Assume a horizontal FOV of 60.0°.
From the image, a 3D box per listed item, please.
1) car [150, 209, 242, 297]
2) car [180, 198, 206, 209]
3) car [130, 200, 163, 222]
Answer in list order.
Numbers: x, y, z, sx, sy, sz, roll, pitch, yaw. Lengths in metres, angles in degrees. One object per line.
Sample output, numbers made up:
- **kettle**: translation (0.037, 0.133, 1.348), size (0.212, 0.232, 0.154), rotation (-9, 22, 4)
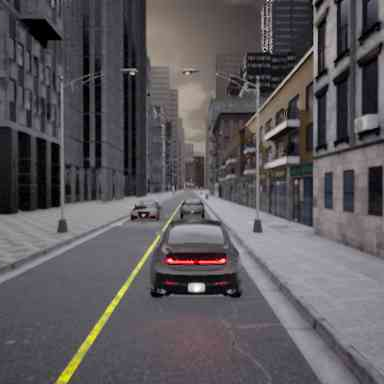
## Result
- **car**: translation (0.084, 1.407, 8.286), size (1.837, 1.490, 4.892), rotation (0, 1, 0)
- **car**: translation (0.046, 1.197, 26.304), size (2.128, 1.511, 4.902), rotation (0, 1, 0)
- **car**: translation (-3.144, 1.297, 23.678), size (1.994, 1.385, 4.181), rotation (0, 1, 0)
